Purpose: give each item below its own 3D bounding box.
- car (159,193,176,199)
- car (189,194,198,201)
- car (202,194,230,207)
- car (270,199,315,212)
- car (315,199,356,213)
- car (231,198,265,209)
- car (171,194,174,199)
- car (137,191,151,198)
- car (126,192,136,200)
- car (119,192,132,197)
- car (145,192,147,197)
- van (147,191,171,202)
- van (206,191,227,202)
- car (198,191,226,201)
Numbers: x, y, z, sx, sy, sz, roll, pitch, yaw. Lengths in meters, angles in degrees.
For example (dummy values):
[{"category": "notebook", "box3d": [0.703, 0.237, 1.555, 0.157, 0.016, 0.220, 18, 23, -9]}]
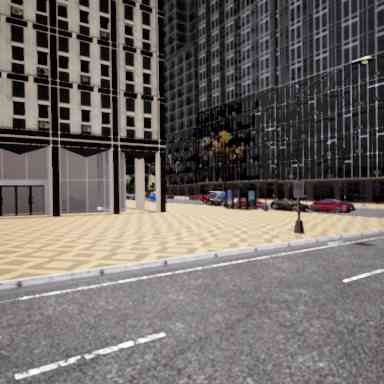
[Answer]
[{"category": "car", "box3d": [-5.404, 0.887, 72.486, 1.802, 1.307, 4.206, -1, 1, -35]}, {"category": "car", "box3d": [1.051, 0.995, 63.129, 1.802, 1.307, 4.206, -1, 1, -35]}, {"category": "car", "box3d": [3.791, 1.282, 44.308, 1.947, 1.339, 4.313, -1, 1, -35]}, {"category": "car", "box3d": [10.184, 1.387, 34.907, 1.947, 1.339, 4.313, -1, 1, -35]}, {"category": "car", "box3d": [14.266, 1.366, 33.765, 1.994, 1.385, 4.181, -1, 1, -35]}, {"category": "car", "box3d": [6.971, 1.351, 39.597, 1.802, 1.307, 4.206, -1, 1, -35]}, {"category": "car", "box3d": [-5.334, 0.638, 62.339, 1.837, 1.490, 4.892, -1, 1, -35]}, {"category": "car", "box3d": [-11.860, 0.637, 81.839, 1.967, 1.590, 4.097, -1, 1, -35]}, {"category": "car", "box3d": [-12.302, 1.001, 67.727, 2.008, 1.369, 4.403, -1, 1, -35]}, {"category": "car", "box3d": [-18.315, 0.639, 91.197, 2.008, 1.369, 4.403, -1, 1, -35]}, {"category": "car", "box3d": [-8.632, 0.566, 77.160, 2.192, 1.841, 5.009, -1, 1, -35]}, {"category": "van", "box3d": [-5.847, 0.899, 58.368, 1.690, 1.788, 3.998, -1, 1, -35]}, {"category": "van", "box3d": [4.278, 0.807, 58.447, 1.690, 1.788, 3.998, -1, 1, -35]}, {"category": "car", "box3d": [3.563, 1.109, 49.291, 1.882, 1.535, 5.008, -1, 1, -34]}]
